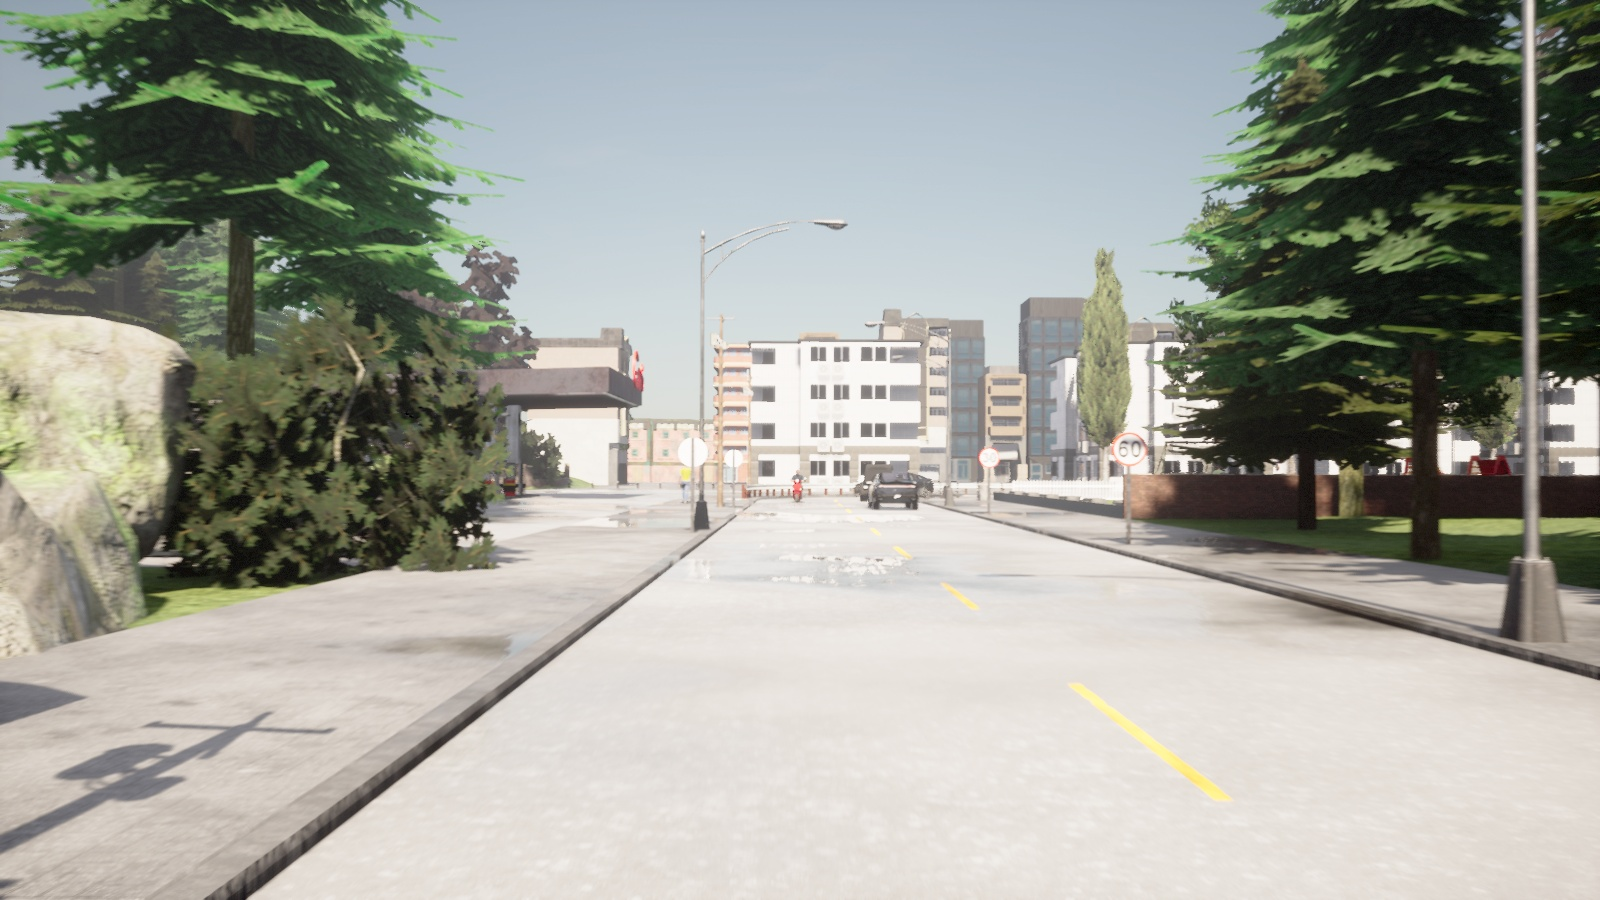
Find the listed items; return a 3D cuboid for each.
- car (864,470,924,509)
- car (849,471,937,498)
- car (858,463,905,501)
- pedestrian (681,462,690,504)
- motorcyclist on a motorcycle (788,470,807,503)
[{"bbox_3d":[3.830,1.602,51.975,2.128,1.511,4.902,0,-1,0],"label":"car"},{"bbox_3d":[5.453,1.994,73.332,4.892,1.490,1.837,0,-1,-27],"label":"car"},{"bbox_3d":[4.265,1.656,65.179,1.905,1.878,3.866,-1,-1,11],"label":"car"},{"bbox_3d":[-5.045,1.445,55.287,0.354,1.836,0.706,0,-1,-5],"label":"pedestrian"},{"bbox_3d":[-0.108,1.764,61.136,0.866,1.590,1.817,0,-1,2],"label":"motorcyclist on a motorcycle"}]
